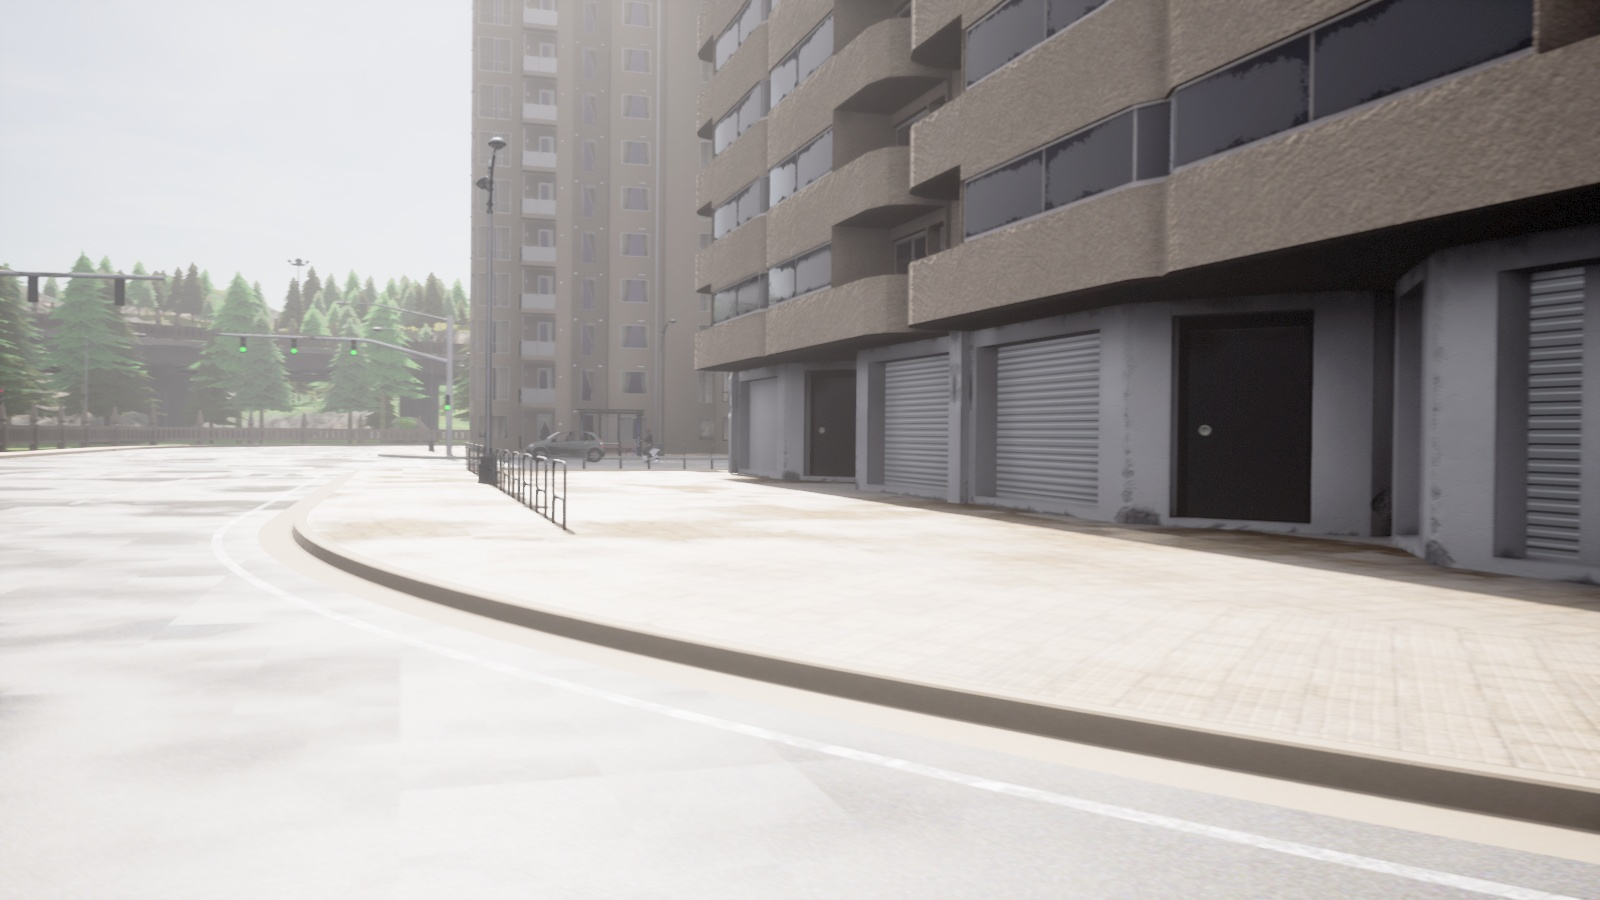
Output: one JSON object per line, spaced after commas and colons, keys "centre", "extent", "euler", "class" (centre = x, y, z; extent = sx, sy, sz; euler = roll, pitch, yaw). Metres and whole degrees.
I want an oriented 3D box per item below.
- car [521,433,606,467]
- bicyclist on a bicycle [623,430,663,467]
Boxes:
{"centre": [-11.970, -0.025, 63.576], "extent": [3.988, 1.617, 1.851], "euler": [-1, 1, -18], "class": "car"}
{"centre": [-7.660, -0.061, 61.330], "extent": [1.843, 1.776, 0.659], "euler": [0, 1, -19], "class": "bicyclist on a bicycle"}
